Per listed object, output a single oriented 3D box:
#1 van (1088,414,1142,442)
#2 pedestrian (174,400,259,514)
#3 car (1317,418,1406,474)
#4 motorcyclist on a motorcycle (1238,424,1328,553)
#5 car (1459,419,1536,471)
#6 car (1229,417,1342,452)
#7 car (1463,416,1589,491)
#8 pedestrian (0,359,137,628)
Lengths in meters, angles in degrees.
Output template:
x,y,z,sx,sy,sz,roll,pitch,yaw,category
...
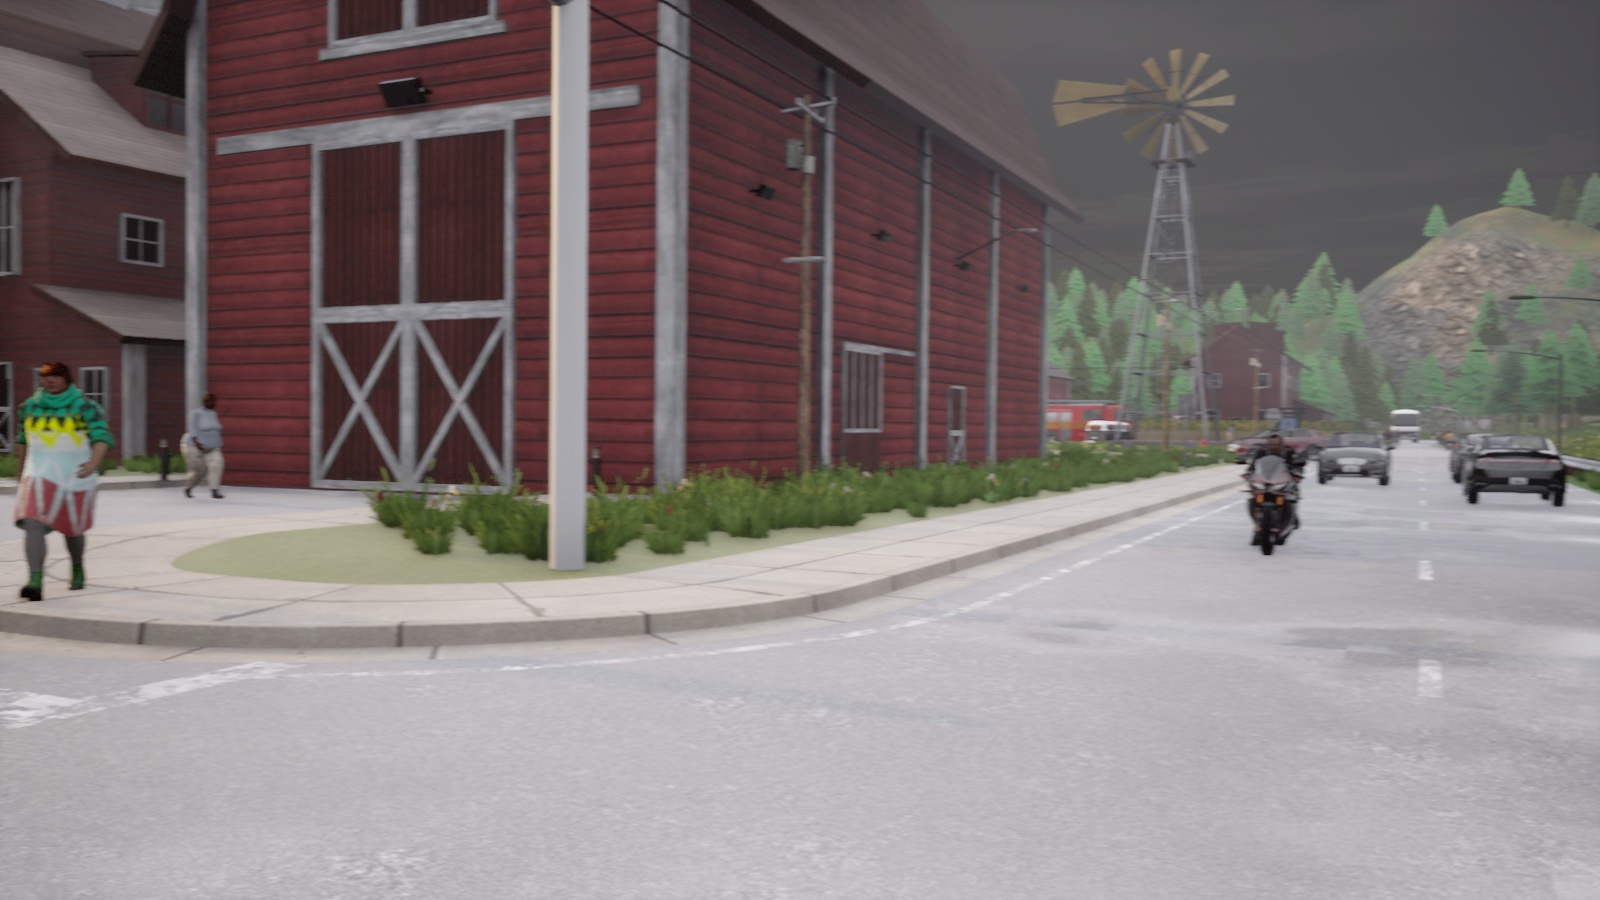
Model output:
x,y,z,sx,sy,sz,roll,pitch,yaw,category
23.908,-1.670,95.268,2.069,2.038,4.480,0,2,43,van
-9.721,0.103,20.933,0.900,1.855,0.874,0,1,26,pedestrian
16.383,-0.158,36.496,2.128,1.511,4.902,0,1,27,car
6.279,0.444,16.252,0.866,1.530,2.191,0,1,27,motorcyclist on a motorcycle
21.121,-0.195,38.155,1.837,1.490,4.892,0,1,27,car
24.058,-0.794,62.309,4.856,1.649,2.033,-1,2,-5,car
16.005,0.021,27.903,2.128,1.511,4.902,0,1,27,car
-5.598,0.307,9.624,0.659,1.952,0.873,-1,1,-11,pedestrian
